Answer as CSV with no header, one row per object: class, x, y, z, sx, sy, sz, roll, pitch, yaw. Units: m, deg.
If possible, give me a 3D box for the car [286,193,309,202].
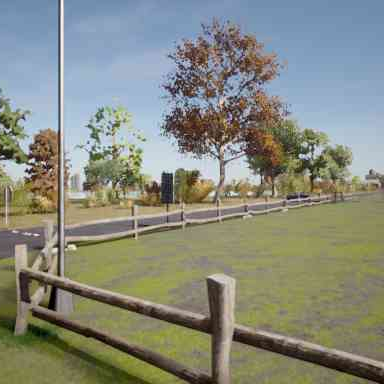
car,15.530,0.733,48.961,1.895,1.301,4.718,0,1,36
